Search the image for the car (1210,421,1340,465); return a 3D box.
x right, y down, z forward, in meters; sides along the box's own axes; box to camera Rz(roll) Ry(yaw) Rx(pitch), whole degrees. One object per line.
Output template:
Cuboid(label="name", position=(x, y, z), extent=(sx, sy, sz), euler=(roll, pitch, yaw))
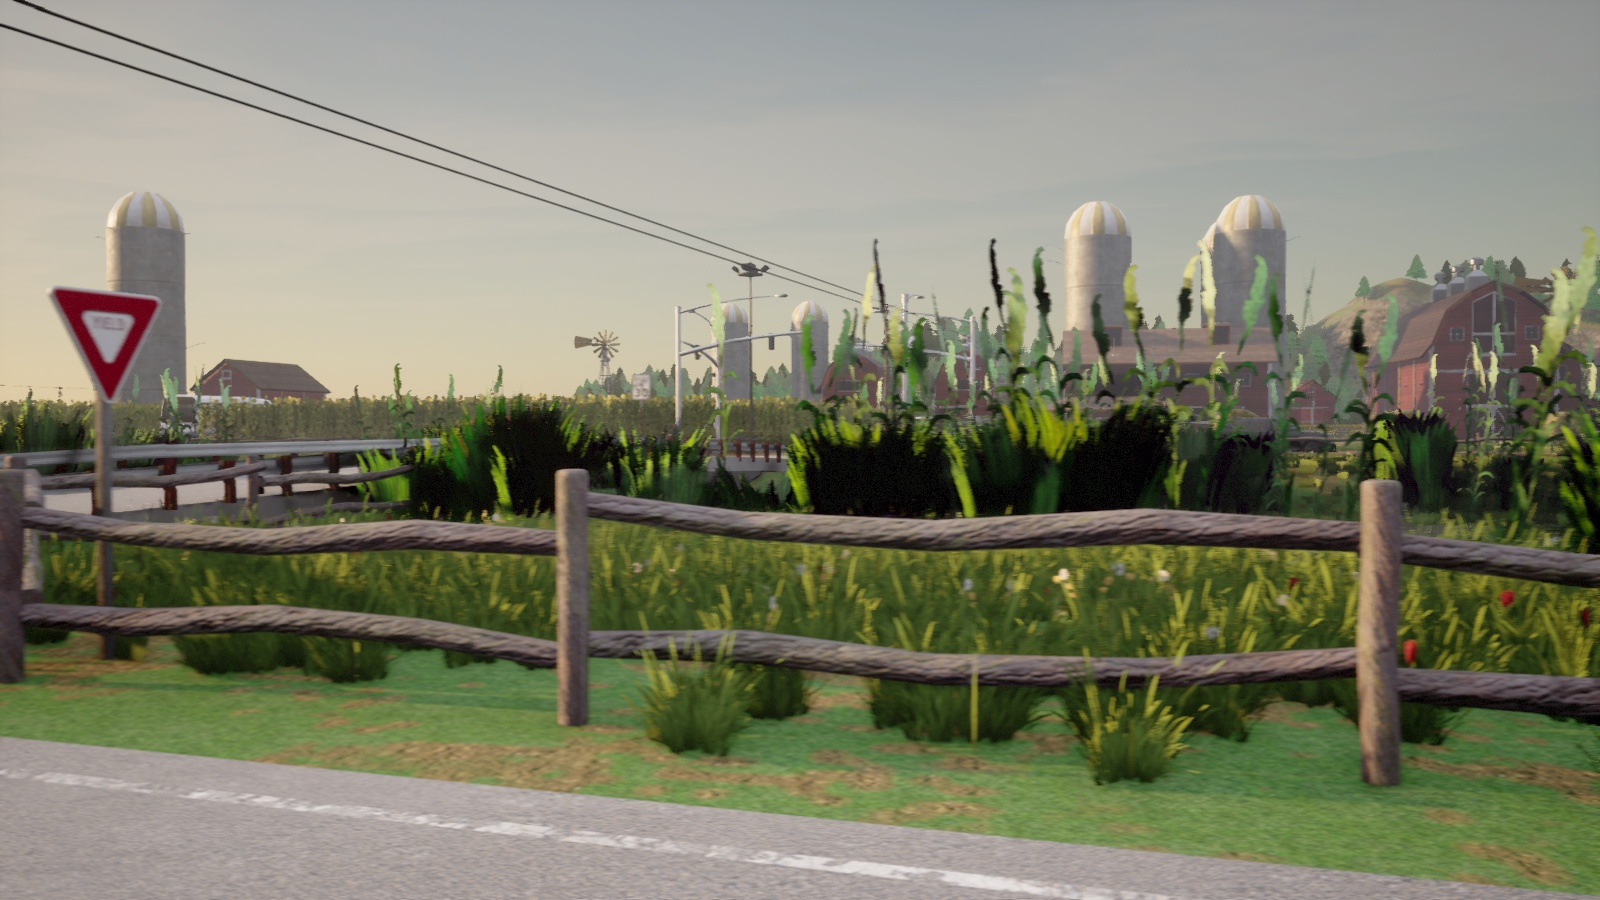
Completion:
Cuboid(label="car", position=(22.437, -0.360, 59.603), extent=(5.566, 2.045, 2.150), euler=(0, 1, 15))
